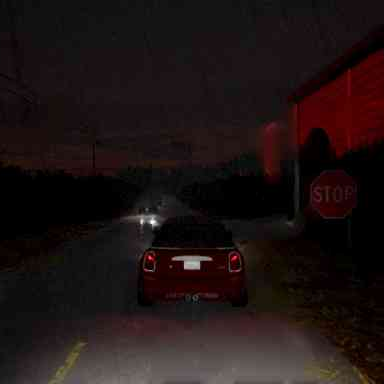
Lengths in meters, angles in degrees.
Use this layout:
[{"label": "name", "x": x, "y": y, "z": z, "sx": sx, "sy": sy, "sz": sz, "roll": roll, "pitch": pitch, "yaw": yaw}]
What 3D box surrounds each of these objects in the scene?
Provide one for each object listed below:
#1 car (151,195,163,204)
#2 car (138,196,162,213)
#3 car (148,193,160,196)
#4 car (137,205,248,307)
[{"label": "car", "x": -6.779, "y": 1.450, "z": 64.308, "sx": 2.128, "sy": 1.511, "sz": 4.902, "roll": 0, "pitch": 0, "yaw": -4}, {"label": "car", "x": -4.611, "y": 1.470, "z": 35.274, "sx": 2.128, "sy": 1.511, "sz": 4.902, "roll": 0, "pitch": 0, "yaw": -4}, {"label": "car", "x": -5.699, "y": 1.194, "z": 49.724, "sx": 2.150, "sy": 2.045, "sz": 5.566, "roll": 0, "pitch": 0, "yaw": -4}, {"label": "car", "x": 0.054, "y": 1.347, "z": 8.162, "sx": 2.097, "sy": 1.767, "sz": 4.553, "roll": 0, "pitch": 0, "yaw": 1}]
